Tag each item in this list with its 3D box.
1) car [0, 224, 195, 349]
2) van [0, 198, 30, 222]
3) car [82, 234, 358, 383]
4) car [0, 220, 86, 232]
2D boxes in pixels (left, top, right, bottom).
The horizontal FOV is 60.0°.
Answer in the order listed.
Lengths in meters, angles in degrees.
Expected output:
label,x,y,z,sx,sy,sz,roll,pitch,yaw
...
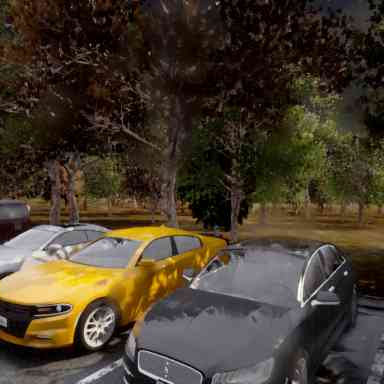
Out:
label,x,y,z,sx,sy,sz,roll,pitch,yaw
car,-1.108,1.481,6.551,2.097,1.535,5.008,0,0,35
van,-7.987,1.256,11.295,1.878,1.987,4.442,0,0,35
car,1.162,1.482,4.938,2.231,1.521,4.892,0,0,35
car,-3.380,1.522,8.164,2.002,1.452,4.674,0,0,35
